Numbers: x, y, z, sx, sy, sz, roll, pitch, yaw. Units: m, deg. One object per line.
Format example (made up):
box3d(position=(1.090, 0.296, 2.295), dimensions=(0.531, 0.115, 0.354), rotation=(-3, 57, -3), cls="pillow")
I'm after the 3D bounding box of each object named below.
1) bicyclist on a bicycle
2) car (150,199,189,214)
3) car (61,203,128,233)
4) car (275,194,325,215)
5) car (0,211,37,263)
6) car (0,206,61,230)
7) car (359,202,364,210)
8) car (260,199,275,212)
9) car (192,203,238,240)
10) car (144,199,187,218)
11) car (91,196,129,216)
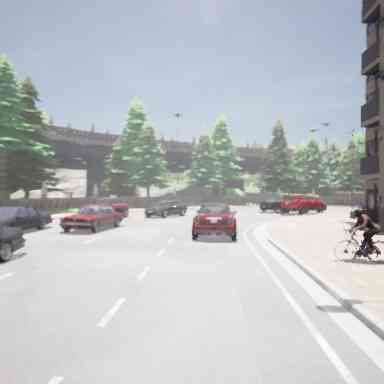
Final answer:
box3d(position=(5.107, 1.336, 9.966), dimensions=(1.656, 1.620, 0.582), rotation=(1, 0, 3), cls="bicyclist on a bicycle")
box3d(position=(-2.347, 1.485, 35.568), dimensions=(1.994, 1.385, 4.181), rotation=(1, 0, 37), cls="car")
box3d(position=(-5.602, 1.515, 19.121), dimensions=(1.895, 1.301, 4.718), rotation=(1, 0, 10), cls="car")
box3d(position=(11.710, 1.286, 34.990), dimensions=(5.566, 2.045, 2.150), rotation=(1, 0, -37), cls="car")
box3d(position=(-6.654, 1.467, 8.949), dimensions=(2.033, 1.411, 5.357), rotation=(1, 0, 3), cls="car")
box3d(position=(-9.375, 1.426, 17.467), dimensions=(2.033, 1.411, 5.357), rotation=(1, 0, 6), cls="car")
box3d(position=(24.067, 1.702, 43.077), dimensions=(4.674, 1.442, 1.812), rotation=(0, 0, -6), cls="car")
box3d(position=(9.836, 1.519, 37.739), dimensions=(5.008, 1.535, 1.882), rotation=(2, -1, -37), cls="car")
box3d(position=(1.264, 1.338, 17.205), dimensions=(2.097, 1.767, 4.553), rotation=(1, 0, 7), cls="car")
box3d(position=(-2.252, 1.437, 29.029), dimensions=(1.837, 1.490, 4.892), rotation=(1, 0, 28), cls="car")
box3d(position=(-6.993, 1.240, 26.683), dimensions=(2.097, 1.767, 4.553), rotation=(1, 0, 22), cls="car")
